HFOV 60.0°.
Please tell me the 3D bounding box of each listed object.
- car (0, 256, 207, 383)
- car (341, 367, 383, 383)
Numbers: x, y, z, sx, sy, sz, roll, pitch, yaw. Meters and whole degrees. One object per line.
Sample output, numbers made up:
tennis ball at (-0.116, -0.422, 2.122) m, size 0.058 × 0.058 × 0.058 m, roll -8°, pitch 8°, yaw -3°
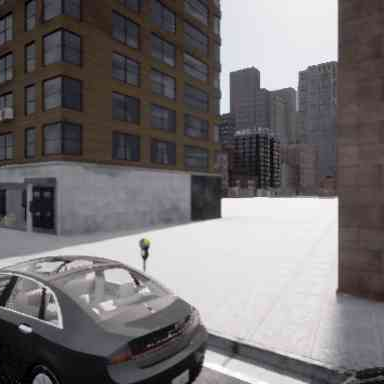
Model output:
car at (-1.887, 1.547, 4.423) m, size 4.403 × 1.369 × 2.008 m, roll 0°, pitch 0°, yaw 35°
car at (2.612, 1.568, 1.217) m, size 4.313 × 1.339 × 1.947 m, roll 0°, pitch 0°, yaw 35°
